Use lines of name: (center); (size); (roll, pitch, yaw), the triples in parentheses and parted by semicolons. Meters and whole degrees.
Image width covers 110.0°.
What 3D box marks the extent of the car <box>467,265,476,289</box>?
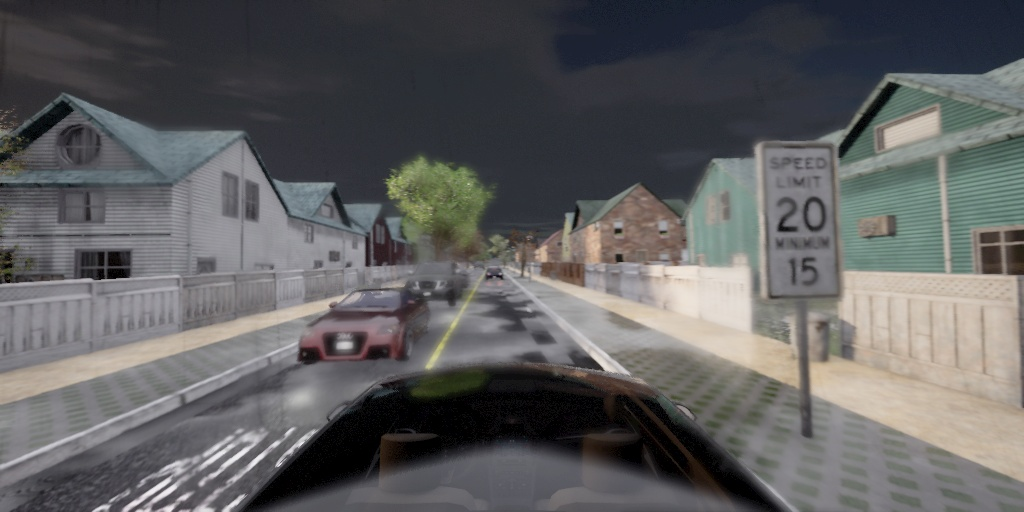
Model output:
car: (-4.223, 1.678, 27.748); (2.128, 1.511, 4.902); (-1, -1, -3)

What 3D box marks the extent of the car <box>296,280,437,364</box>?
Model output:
car: (-3.147, 1.459, 8.455); (1.994, 1.385, 4.181); (-1, -1, -4)

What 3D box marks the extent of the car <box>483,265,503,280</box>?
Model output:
car: (-1.923, 1.915, 39.064); (1.895, 1.301, 4.718); (-1, -1, -3)

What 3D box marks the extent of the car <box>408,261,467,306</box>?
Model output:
car: (-3.668, 1.255, 17.680); (2.150, 2.045, 5.566); (-1, -1, -3)
